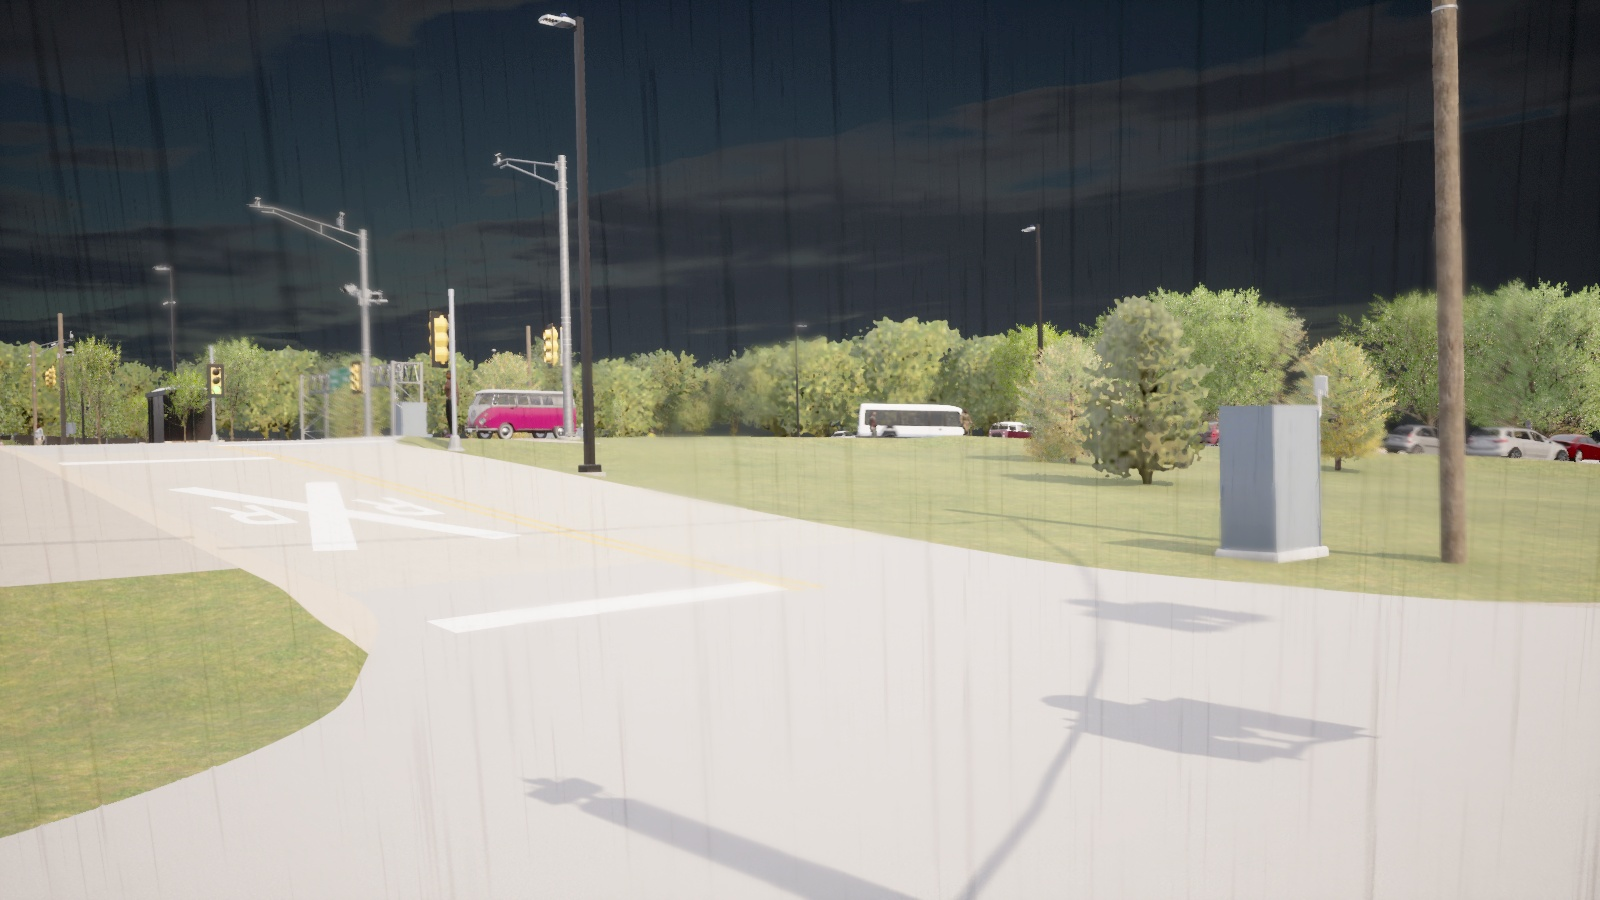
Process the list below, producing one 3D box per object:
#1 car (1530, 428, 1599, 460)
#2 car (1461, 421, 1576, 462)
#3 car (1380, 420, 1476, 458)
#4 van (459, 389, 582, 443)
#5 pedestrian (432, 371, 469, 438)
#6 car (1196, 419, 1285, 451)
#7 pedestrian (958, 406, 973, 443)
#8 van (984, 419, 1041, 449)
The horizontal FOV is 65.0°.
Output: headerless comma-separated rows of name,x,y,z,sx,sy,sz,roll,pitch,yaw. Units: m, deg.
car,42.307,-0.291,68.695,5.008,1.535,1.882,1,4,-33
car,34.012,-0.387,59.453,4.611,1.667,2.242,3,0,-20
car,31.811,-0.562,63.610,3.988,1.617,1.851,2,5,-16
van,-10.937,-1.311,49.343,1.775,1.987,4.442,-1,0,44
pedestrian,-9.492,-1.231,34.094,0.869,1.805,0.328,-2,1,-39
car,21.567,-0.759,61.538,3.705,1.549,1.789,0,1,-5
pedestrian,8.584,-1.327,65.125,0.396,1.930,0.692,-2,1,-23
van,15.906,-1.139,93.856,2.069,2.038,4.480,-1,-2,44
